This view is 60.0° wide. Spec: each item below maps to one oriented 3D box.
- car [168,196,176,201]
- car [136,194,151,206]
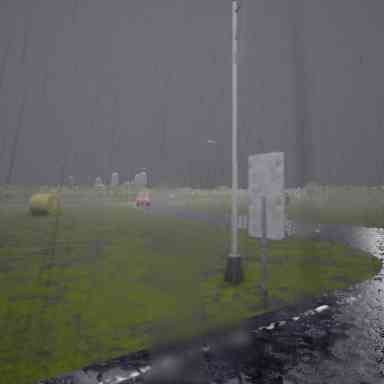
[{"bbox_3d":[-6.012,1.758,95.454,1.812,1.442,4.674,0,0,0],"label":"car"},{"bbox_3d":[-8.334,1.359,56.809,2.150,2.045,5.566,0,0,-12],"label":"car"}]
